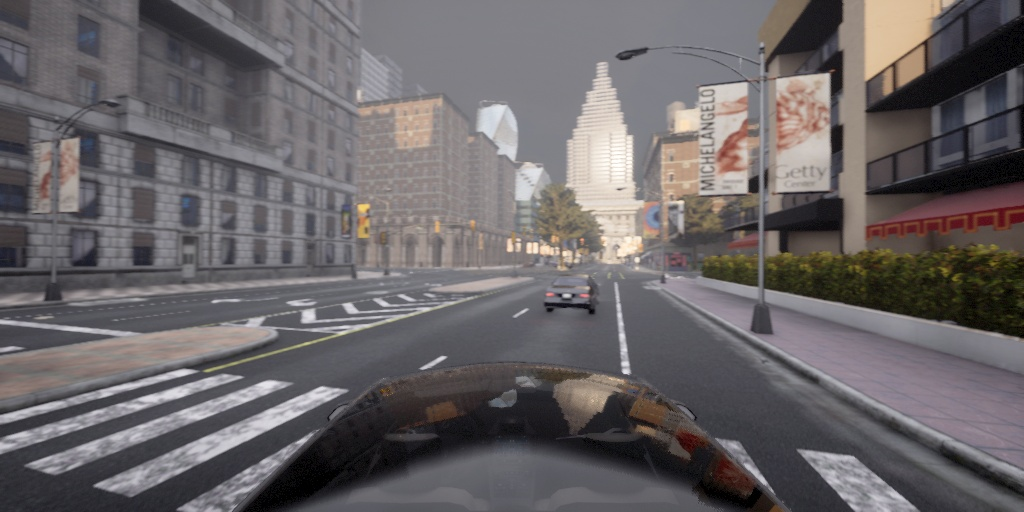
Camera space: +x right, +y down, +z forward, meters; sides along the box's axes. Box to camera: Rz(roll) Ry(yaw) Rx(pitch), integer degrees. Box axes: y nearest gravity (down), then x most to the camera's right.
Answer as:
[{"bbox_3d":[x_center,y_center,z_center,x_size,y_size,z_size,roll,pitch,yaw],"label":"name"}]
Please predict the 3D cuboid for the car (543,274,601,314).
[{"bbox_3d":[2.553,1.431,14.664,2.033,1.411,5.357,0,0,16],"label":"car"}]
